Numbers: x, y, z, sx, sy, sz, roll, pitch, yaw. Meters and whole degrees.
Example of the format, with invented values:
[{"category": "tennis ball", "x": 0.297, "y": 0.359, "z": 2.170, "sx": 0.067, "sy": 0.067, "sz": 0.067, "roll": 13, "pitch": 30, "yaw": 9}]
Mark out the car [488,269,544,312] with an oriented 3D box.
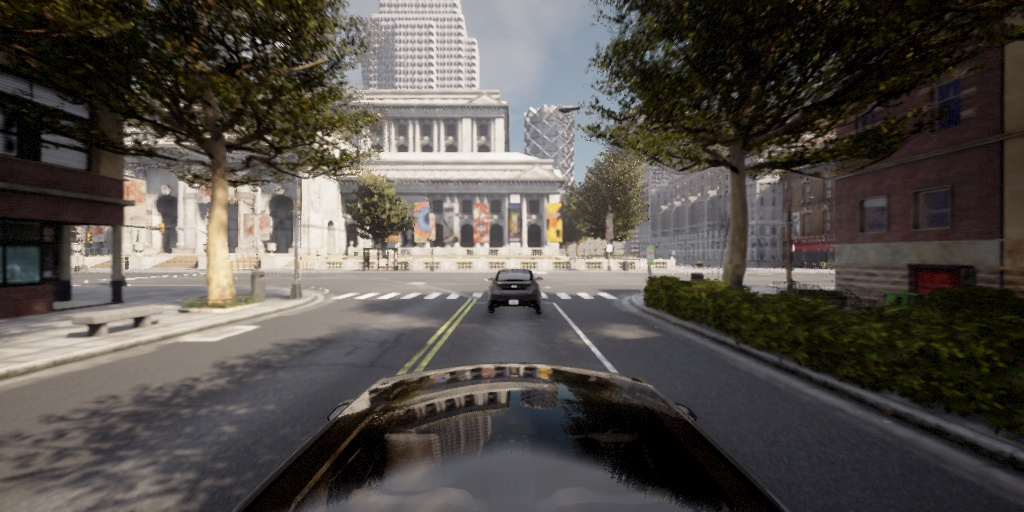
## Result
[{"category": "car", "x": 0.147, "y": 1.224, "z": 13.927, "sx": 1.837, "sy": 1.490, "sz": 4.892, "roll": -1, "pitch": 0, "yaw": 2}]
